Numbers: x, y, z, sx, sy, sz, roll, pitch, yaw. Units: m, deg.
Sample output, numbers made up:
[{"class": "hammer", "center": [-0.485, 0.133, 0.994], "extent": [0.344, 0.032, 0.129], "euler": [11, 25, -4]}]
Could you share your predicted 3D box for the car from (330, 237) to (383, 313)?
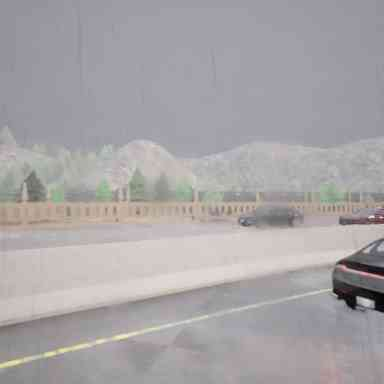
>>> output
[{"class": "car", "center": [4.865, 1.584, 6.548], "extent": [4.902, 1.511, 2.128], "euler": [1, -1, -30]}]

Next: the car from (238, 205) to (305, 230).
[{"class": "car", "center": [5.467, 1.706, 22.839], "extent": [4.892, 1.490, 1.837], "euler": [1, -1, -25]}]

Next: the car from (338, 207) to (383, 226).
[{"class": "car", "center": [11.966, 1.744, 21.896], "extent": [5.008, 1.535, 1.882], "euler": [1, -1, -22]}]
